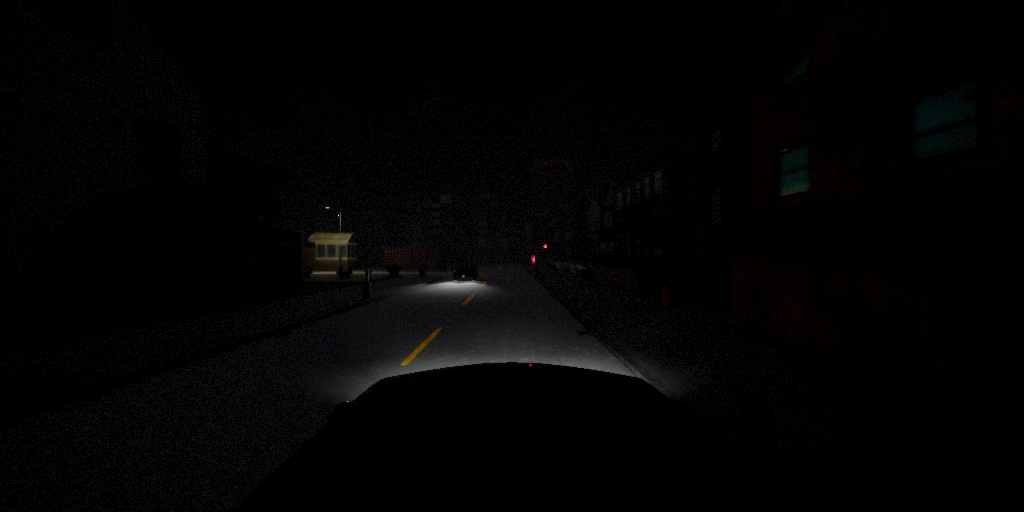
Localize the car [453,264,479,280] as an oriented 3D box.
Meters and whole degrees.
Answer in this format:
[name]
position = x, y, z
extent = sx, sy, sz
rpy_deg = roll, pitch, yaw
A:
[car]
position = -4.000, 1.362, 31.730
extent = 1.895, 1.301, 4.718
rpy_deg = 0, 0, 0
